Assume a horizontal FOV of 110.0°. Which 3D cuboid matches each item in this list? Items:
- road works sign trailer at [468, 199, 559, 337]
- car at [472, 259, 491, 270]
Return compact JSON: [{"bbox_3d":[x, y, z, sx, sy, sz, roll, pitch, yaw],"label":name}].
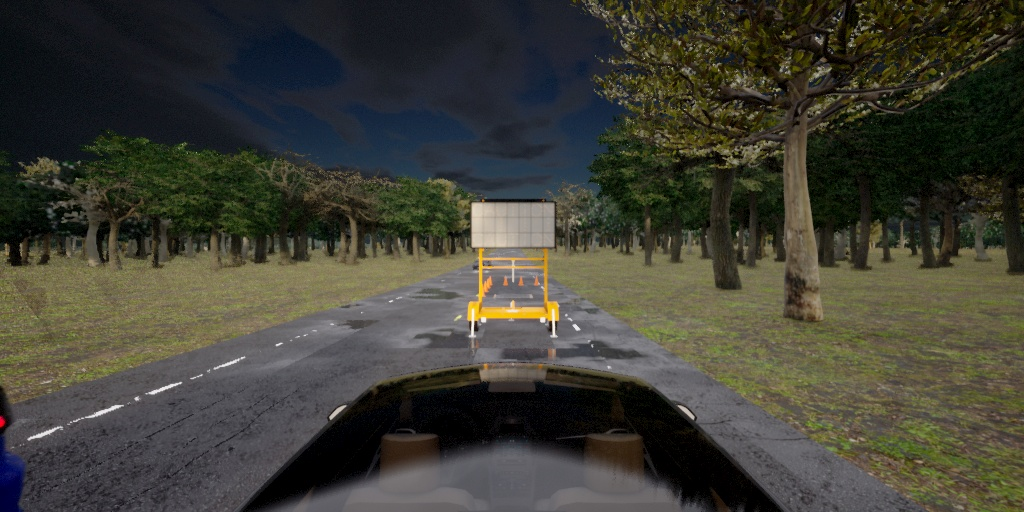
[{"bbox_3d":[0.034,0.197,10.187,2.380,3.560,2.880,0,0,0],"label":"road works sign trailer"},{"bbox_3d":[-3.455,0.933,41.890,1.994,1.385,4.181,0,1,0],"label":"car"}]
